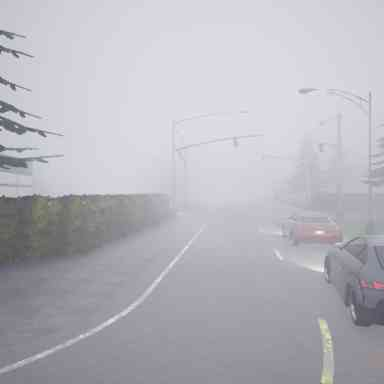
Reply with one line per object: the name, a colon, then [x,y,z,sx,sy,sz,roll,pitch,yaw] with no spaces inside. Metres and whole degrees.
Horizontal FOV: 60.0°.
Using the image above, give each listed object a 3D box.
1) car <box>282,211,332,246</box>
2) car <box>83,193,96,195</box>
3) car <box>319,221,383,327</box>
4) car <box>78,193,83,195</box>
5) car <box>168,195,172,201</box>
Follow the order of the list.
car: [5.299,1.564,15.098,1.994,1.385,4.181,0,0,8]
car: [-23.116,1.097,78.259,1.932,1.855,4.605,0,0,8]
car: [3.996,1.564,6.790,1.994,1.385,4.181,0,0,14]
car: [-26.051,1.077,78.241,1.905,1.878,3.866,0,0,8]
car: [-4.720,1.374,75.625,1.845,1.501,3.633,0,0,8]
